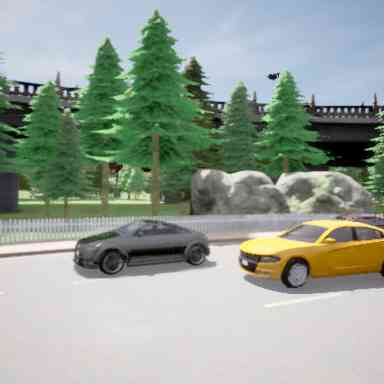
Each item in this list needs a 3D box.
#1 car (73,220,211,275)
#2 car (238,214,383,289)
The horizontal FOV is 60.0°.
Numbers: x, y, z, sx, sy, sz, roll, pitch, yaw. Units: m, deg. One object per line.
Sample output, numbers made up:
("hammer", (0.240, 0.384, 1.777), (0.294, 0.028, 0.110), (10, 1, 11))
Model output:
("car", (-1.503, 1.585, 10.480), (4.181, 1.385, 1.994), (1, 0, -27))
("car", (3.713, 1.541, 9.237), (5.008, 1.535, 1.882), (1, -1, -19))
